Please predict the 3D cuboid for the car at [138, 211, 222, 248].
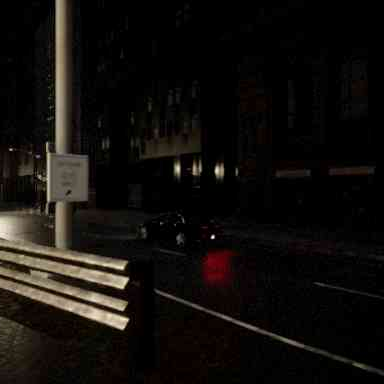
[{"bbox_3d":[-0.720,1.664,15.928,1.837,1.490,4.892,0,0,-41],"label":"car"}]
